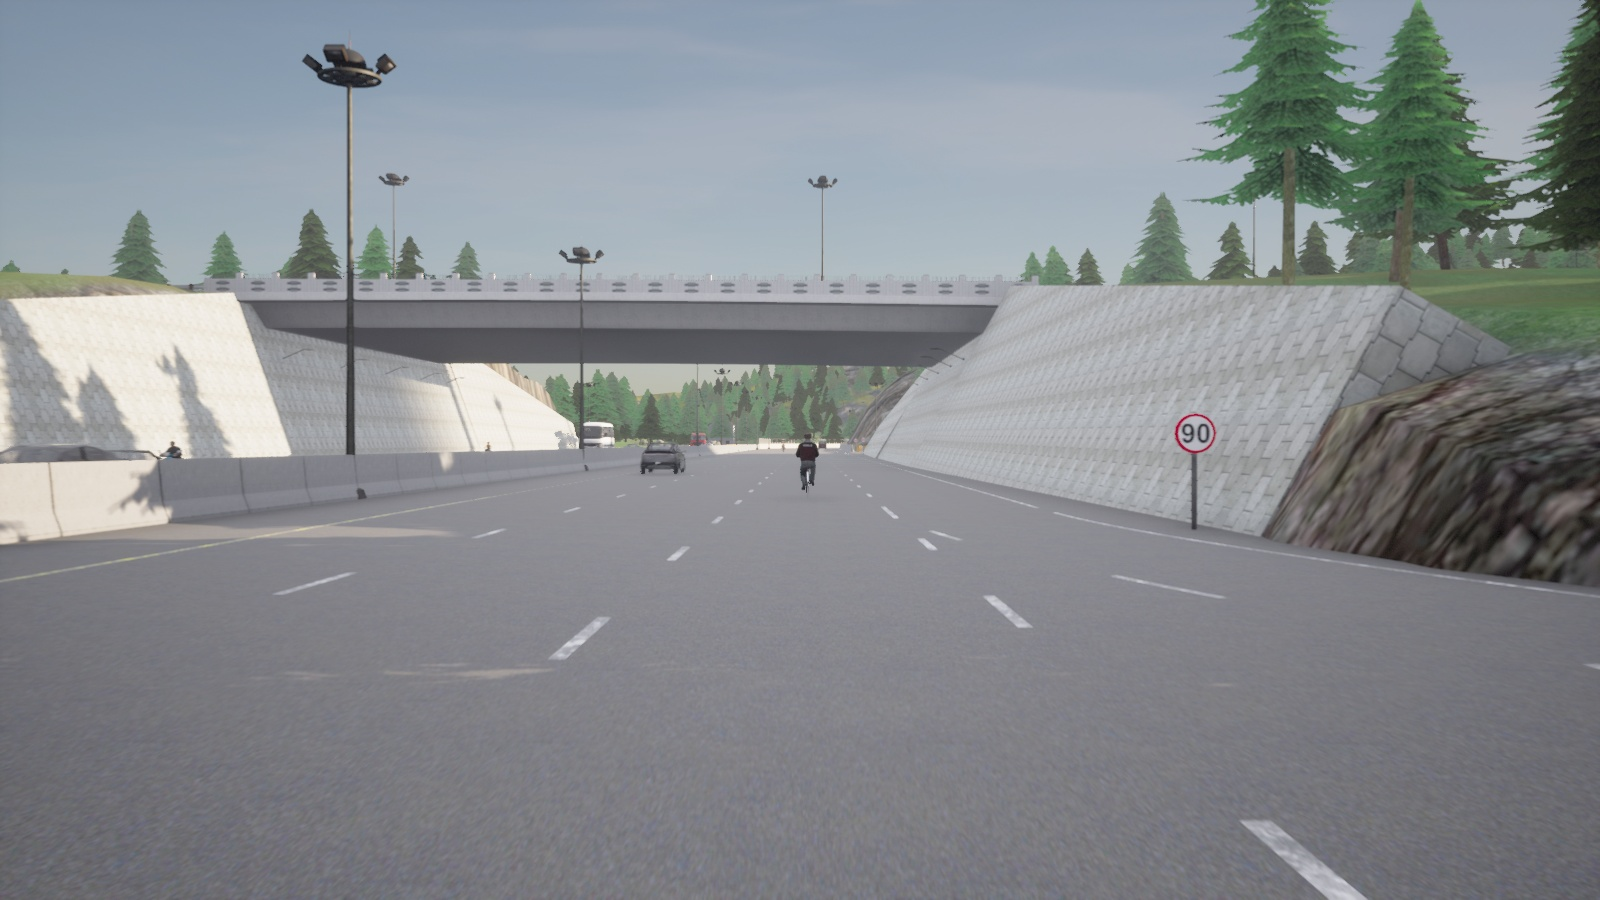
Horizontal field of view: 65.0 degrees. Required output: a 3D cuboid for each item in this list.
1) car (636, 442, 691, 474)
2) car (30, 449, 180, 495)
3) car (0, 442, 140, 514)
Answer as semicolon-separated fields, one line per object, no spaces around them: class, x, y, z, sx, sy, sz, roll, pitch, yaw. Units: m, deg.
car;-6.636;0.351;61.363;2.128;1.511;4.902;0;0;0
car;-20.770;0.617;37.797;1.895;1.301;4.718;0;0;0
car;-17.323;0.572;28.484;2.163;1.488;4.792;0;0;0
